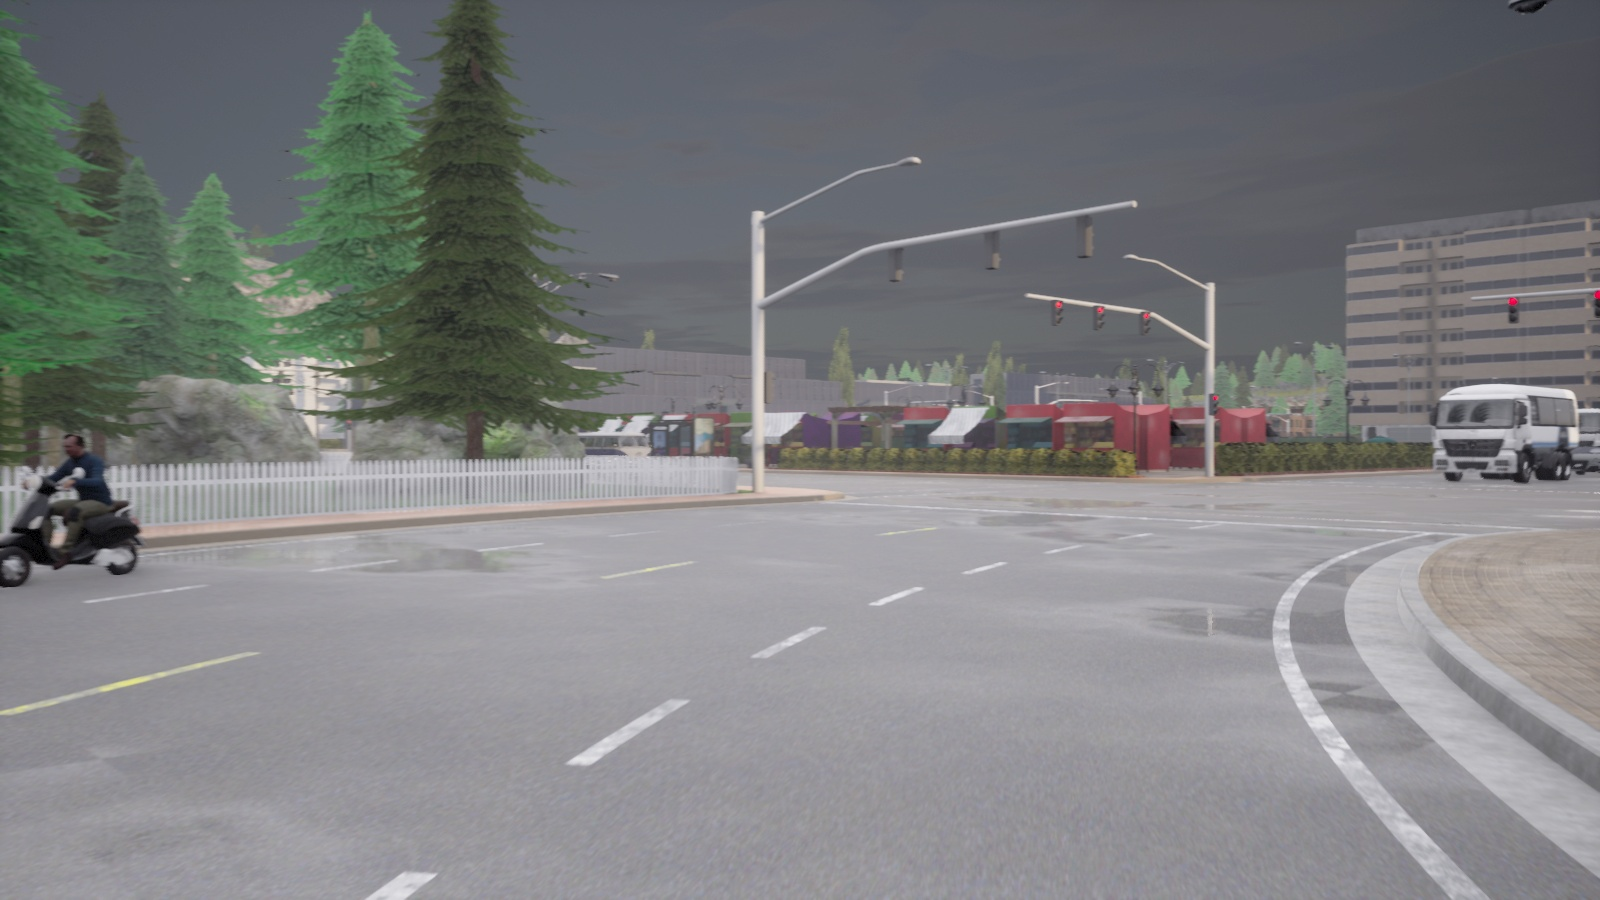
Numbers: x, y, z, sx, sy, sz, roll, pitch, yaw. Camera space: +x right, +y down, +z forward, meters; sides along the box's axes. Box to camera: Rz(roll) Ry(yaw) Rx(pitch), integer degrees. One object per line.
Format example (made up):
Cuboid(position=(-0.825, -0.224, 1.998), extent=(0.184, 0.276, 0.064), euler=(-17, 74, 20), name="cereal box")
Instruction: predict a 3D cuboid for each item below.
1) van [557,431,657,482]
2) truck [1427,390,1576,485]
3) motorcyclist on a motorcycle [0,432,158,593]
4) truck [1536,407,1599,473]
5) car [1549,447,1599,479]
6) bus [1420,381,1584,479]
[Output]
Cuboid(position=(-7.861, 0.250, 50.863), extent=(1.775, 1.987, 4.442), euler=(0, 0, -43), name="van")
Cuboid(position=(27.689, -0.455, 49.394), extent=(7.936, 3.462, 2.891), euler=(0, 0, -44), name="truck")
Cuboid(position=(-7.899, 0.608, 13.345), extent=(0.866, 1.590, 1.817), euler=(1, 0, 20), name="motorcyclist on a motorcycle")
Cuboid(position=(43.558, -0.539, 69.356), extent=(7.936, 3.462, 2.891), euler=(0, 1, -44), name="truck")
Cuboid(position=(35.939, 0.561, 57.267), extent=(4.181, 1.385, 1.994), euler=(0, 0, -44), name="car")
Cuboid(position=(33.590, -0.899, 59.866), extent=(10.273, 4.253, 3.944), euler=(0, 0, -44), name="bus")
